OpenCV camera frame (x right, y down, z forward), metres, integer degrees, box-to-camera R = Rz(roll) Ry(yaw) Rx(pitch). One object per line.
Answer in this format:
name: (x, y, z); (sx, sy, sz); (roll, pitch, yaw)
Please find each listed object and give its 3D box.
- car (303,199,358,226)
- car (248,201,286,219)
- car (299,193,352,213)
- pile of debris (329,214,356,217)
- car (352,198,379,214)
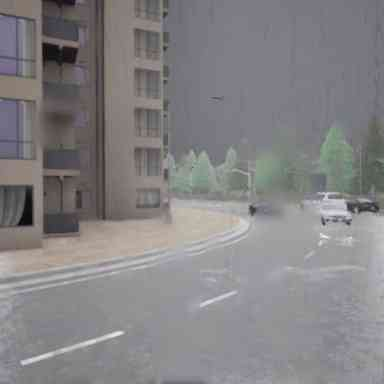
car: (9.423, 1.436, 23.022); (1.812, 1.442, 4.674); (0, 0, 5)
car: (6.194, 1.466, 28.144); (2.033, 1.411, 5.357); (0, 0, -5)
car: (12.694, 1.097, 32.590); (2.150, 2.045, 5.566); (0, 0, -11)
pile of debris: (13.291, 2.055, 29.424); (1.500, 0.140, 1.860); (0, 0, -6)
car: (16.068, 1.337, 32.707); (1.882, 1.535, 5.008); (0, 0, -9)
